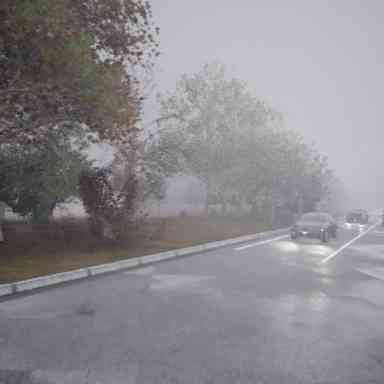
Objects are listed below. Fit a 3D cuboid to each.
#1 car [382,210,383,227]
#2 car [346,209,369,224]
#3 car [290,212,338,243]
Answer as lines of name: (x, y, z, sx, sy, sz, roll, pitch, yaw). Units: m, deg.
car: (19.964, 2.358, 32.477, 2.150, 2.045, 5.566, 2, -1, 34)
car: (18.238, 2.637, 36.406, 2.033, 1.411, 5.357, 2, -1, 33)
car: (7.174, 1.972, 19.289, 1.837, 1.490, 4.892, 2, -1, 33)
